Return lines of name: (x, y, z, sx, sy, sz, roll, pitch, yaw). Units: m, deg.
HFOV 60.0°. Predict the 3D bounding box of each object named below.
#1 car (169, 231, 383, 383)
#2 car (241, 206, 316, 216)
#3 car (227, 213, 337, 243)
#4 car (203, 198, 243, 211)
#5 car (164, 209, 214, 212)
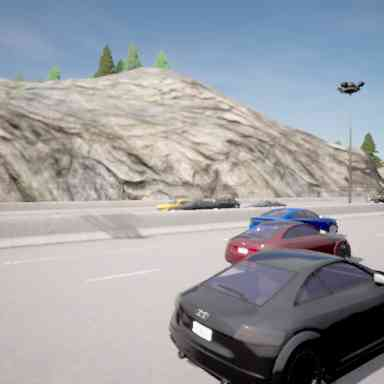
car: (1.748, 1.564, 4.988, 4.181, 1.385, 1.994, 0, 0, -35)
car: (4.926, 1.477, 15.851, 5.008, 1.535, 1.882, 0, 0, -35)
car: (3.015, 1.563, 10.192, 4.181, 1.385, 1.994, 0, 0, -35)
car: (3.872, 1.504, 41.129, 4.892, 1.490, 1.837, 0, 0, -35)
car: (0.344, 1.476, 30.024, 5.008, 1.535, 1.882, 0, 0, -35)
